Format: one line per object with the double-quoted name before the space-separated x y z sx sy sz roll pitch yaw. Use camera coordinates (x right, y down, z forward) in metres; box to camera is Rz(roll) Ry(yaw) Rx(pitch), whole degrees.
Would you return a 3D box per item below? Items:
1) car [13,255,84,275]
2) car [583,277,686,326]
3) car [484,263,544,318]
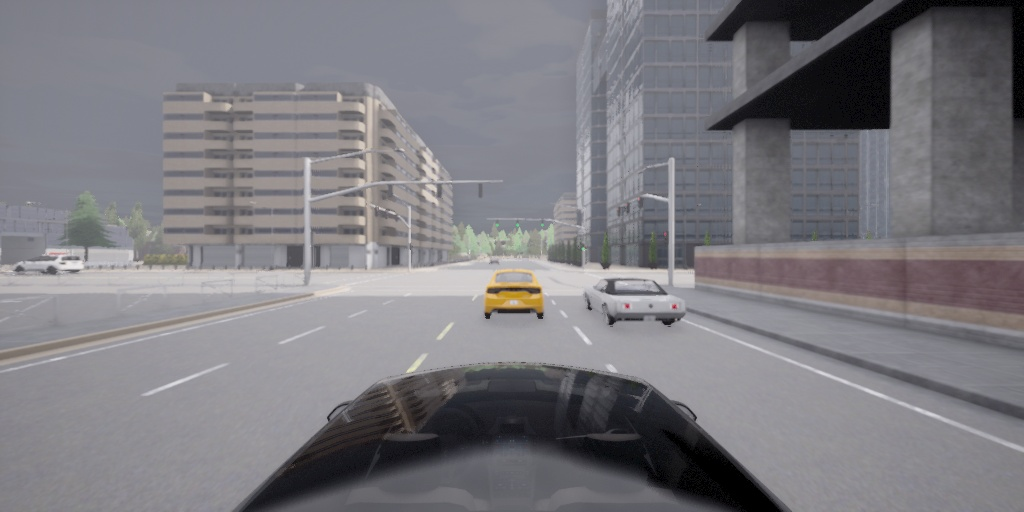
"car" -48.690 0.920 37.766 5.566 2.045 2.150 0 0 1
"car" 3.565 1.322 11.461 1.895 1.301 4.718 0 0 0
"car" 0.072 1.195 12.886 1.882 1.535 5.008 0 0 0
